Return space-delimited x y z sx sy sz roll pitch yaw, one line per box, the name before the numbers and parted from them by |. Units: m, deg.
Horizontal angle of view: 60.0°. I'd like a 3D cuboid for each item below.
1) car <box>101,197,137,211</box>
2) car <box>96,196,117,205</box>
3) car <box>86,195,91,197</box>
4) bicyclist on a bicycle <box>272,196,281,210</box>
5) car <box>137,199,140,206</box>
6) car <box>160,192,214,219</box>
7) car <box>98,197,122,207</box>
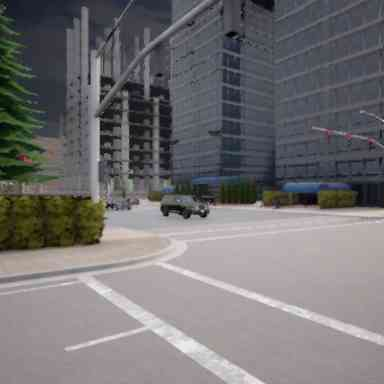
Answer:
car | -9.167 1.382 41.325 2.097 1.767 4.553 0 -1 -36
car | -16.409 1.584 63.311 2.033 1.411 5.357 0 0 -36
car | -19.220 1.383 61.226 2.097 1.767 4.553 0 0 -36
bicyclist on a bicycle | 10.083 1.351 39.485 1.656 1.620 0.582 0 0 -36
car | -10.416 1.529 55.170 2.128 1.511 4.902 0 0 -36
car | -0.736 1.249 29.742 2.150 2.045 5.566 0 0 -36
car | -13.071 1.523 52.869 2.128 1.511 4.902 0 0 -36
